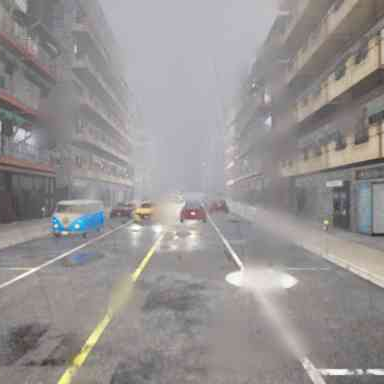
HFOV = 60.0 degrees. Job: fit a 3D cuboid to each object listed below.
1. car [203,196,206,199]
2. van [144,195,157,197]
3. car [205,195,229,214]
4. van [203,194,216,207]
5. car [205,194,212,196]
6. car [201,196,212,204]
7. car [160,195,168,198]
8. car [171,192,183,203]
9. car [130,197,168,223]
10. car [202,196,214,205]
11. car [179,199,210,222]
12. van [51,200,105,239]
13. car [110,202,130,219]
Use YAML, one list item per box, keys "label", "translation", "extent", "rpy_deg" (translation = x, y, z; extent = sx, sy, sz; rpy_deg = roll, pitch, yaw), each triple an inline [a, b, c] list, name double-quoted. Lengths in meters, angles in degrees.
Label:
- label: "car"
  translation: [2.645, 1.484, 39.581]
  extent: [1.947, 1.339, 4.313]
  rpy_deg: [1, 0, 0]
- label: "van"
  translation: [-5.702, 1.246, 45.319]
  extent: [1.690, 1.788, 3.998]
  rpy_deg: [1, 0, 0]
- label: "car"
  translation: [2.650, 1.371, 33.910]
  extent: [1.967, 1.590, 4.097]
  rpy_deg: [1, 0, 0]
- label: "van"
  translation: [2.642, 1.235, 50.921]
  extent: [1.690, 1.788, 3.998]
  rpy_deg: [1, 0, 0]
- label: "car"
  translation: [2.643, 1.431, 45.421]
  extent: [1.752, 1.417, 4.829]
  rpy_deg: [1, 0, 0]
- label: "car"
  translation: [2.632, 1.450, 62.263]
  extent: [1.802, 1.307, 4.206]
  rpy_deg: [1, 0, 0]
- label: "car"
  translation: [-5.808, 1.404, 67.998]
  extent: [2.008, 1.369, 4.403]
  rpy_deg: [1, 0, 0]
- label: "car"
  translation: [-3.041, 1.079, 66.694]
  extent: [2.150, 2.045, 5.566]
  rpy_deg: [0, 0, 0]
- label: "car"
  translation: [-3.114, 1.426, 25.179]
  extent: [1.882, 1.535, 5.008]
  rpy_deg: [0, 0, 0]
- label: "car"
  translation: [2.635, 1.463, 56.593]
  extent: [1.802, 1.307, 4.206]
  rpy_deg: [1, 0, 0]
- label: "car"
  translation: [0.085, 1.512, 25.806]
  extent: [1.994, 1.385, 4.181]
  rpy_deg: [0, 0, 0]
- label: "van"
  translation: [-5.685, 1.306, 16.965]
  extent: [1.690, 1.788, 3.998]
  rpy_deg: [1, 0, 0]
- label: "car"
  translation: [-5.695, 1.486, 28.307]
  extent: [1.887, 1.381, 4.507]
  rpy_deg: [1, 0, 0]
